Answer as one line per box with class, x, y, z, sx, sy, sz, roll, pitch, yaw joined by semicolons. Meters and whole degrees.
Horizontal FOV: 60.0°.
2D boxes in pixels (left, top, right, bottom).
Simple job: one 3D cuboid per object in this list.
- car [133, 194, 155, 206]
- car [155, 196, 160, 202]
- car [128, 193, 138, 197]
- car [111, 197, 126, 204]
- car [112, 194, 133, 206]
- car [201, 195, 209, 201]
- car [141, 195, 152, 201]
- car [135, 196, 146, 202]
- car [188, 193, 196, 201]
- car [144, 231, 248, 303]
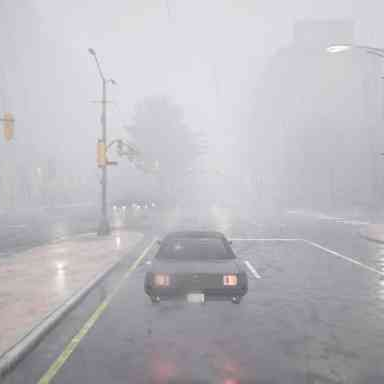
car;-8.088;1.547;56.506;2.033;1.411;5.357;0;0;0
car;-8.029;1.564;65.742;1.994;1.385;4.181;0;0;1
car;-11.537;1.221;64.520;2.150;2.045;5.566;0;0;1
car;-14.749;1.595;66.814;1.895;1.301;4.718;0;0;0
car;-11.588;1.525;55.107;1.812;1.442;4.674;0;0;0
car;3.500;1.595;86.978;1.895;1.301;4.718;0;0;0
car;-11.500;1.525;84.637;2.128;1.511;4.902;0;0;0
car;-11.500;1.552;74.403;1.994;1.385;4.181;0;0;0
car;0.000;1.540;85.800;2.033;1.411;5.357;0;0;0
car;0.075;1.601;8.160;1.895;1.301;4.718;0;0;0
